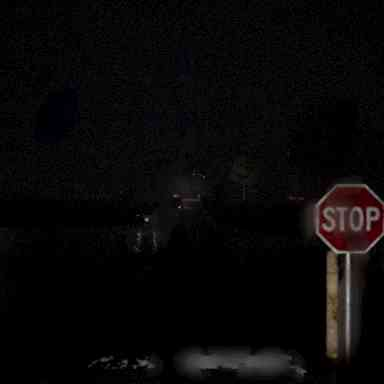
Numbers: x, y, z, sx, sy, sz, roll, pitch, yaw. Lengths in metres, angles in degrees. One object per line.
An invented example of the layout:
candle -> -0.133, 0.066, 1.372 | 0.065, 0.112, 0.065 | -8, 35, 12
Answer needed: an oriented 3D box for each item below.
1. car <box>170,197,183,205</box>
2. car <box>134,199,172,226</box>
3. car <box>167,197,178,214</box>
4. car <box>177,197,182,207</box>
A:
car -> -2.763, 1.563, 59.450 | 2.033, 1.411, 5.357 | 0, 0, 1
car -> -2.846, 1.491, 23.417 | 2.128, 1.511, 4.902 | 0, 0, 0
car -> -2.839, 1.562, 35.395 | 1.994, 1.385, 4.181 | 0, 0, 0
car -> -2.834, 1.495, 46.480 | 2.128, 1.511, 4.902 | 0, 0, 0
